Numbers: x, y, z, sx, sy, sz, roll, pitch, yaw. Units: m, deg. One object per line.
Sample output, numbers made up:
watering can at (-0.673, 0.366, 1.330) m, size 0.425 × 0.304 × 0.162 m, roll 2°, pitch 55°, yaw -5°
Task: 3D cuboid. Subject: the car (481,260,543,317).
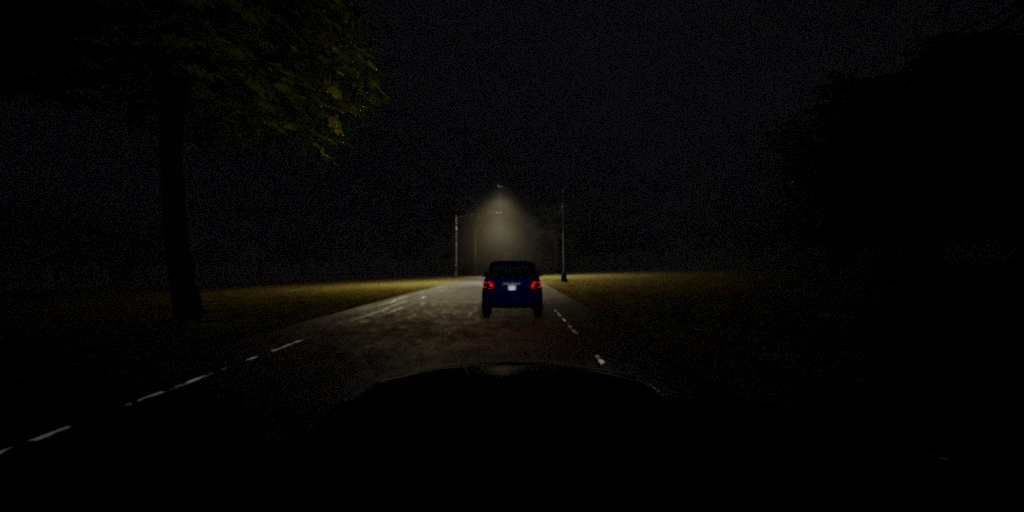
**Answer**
car at (0.017, 1.187, 14.463) m, size 2.150 × 2.045 × 5.566 m, roll 0°, pitch -1°, yaw 0°
